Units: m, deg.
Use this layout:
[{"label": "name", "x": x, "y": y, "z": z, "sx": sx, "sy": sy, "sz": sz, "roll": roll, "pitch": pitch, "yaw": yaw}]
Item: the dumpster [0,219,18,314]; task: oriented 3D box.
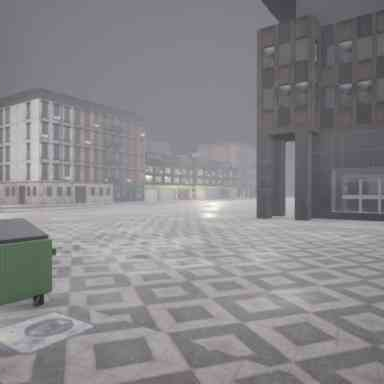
[{"label": "dumpster", "x": -4.432, "y": 1.395, "z": 6.530, "sx": 1.940, "sy": 1.700, "sz": 1.020, "roll": 0, "pitch": 0, "yaw": 35}]
